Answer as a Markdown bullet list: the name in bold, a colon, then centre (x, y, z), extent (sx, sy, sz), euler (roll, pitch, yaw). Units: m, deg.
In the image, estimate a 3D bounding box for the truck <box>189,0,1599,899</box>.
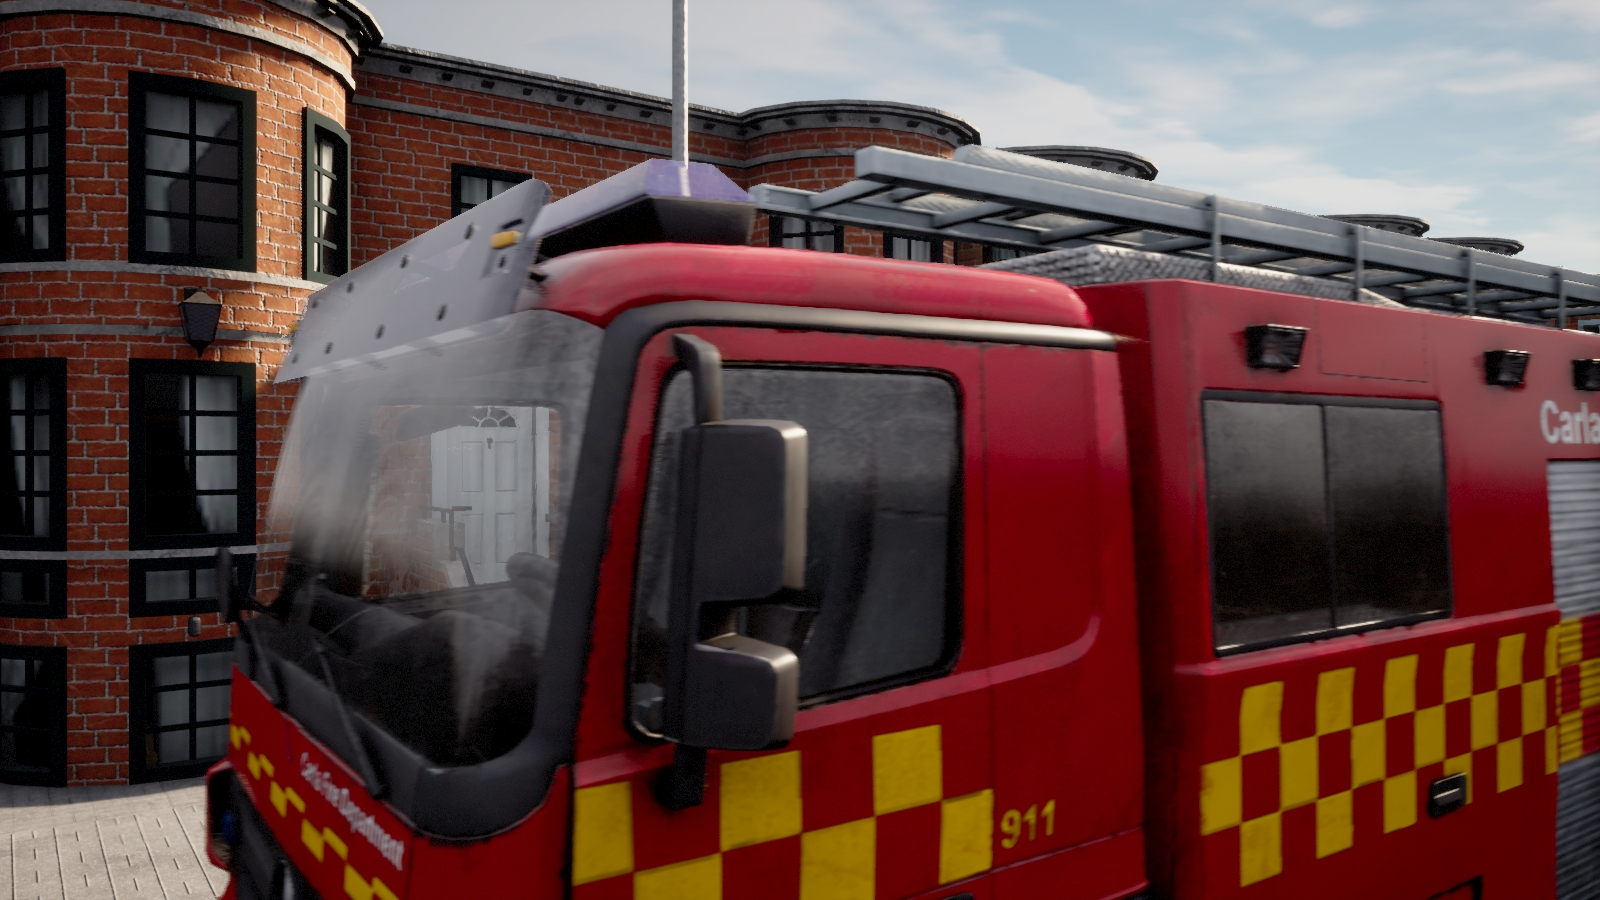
- **truck**: centre (1.897, 0.668, 5.731), extent (8.468, 3.827, 2.891), euler (0, 0, -35)
